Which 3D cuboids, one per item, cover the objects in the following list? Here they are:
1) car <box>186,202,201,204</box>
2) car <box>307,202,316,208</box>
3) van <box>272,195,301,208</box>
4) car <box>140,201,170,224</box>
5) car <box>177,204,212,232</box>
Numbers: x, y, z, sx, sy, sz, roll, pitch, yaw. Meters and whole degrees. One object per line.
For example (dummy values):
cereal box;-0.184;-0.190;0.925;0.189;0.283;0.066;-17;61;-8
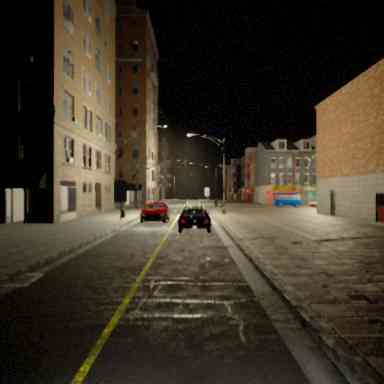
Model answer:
car;0.185;1.631;33.989;1.895;1.301;4.718;0;0;1
car;19.302;1.559;48.441;4.829;1.417;1.752;0;0;0
van;13.860;1.380;48.463;3.998;1.788;1.690;0;0;0
car;-2.714;1.500;25.198;1.882;1.535;5.008;0;0;1
car;0.149;1.618;20.092;1.895;1.301;4.718;0;0;0
